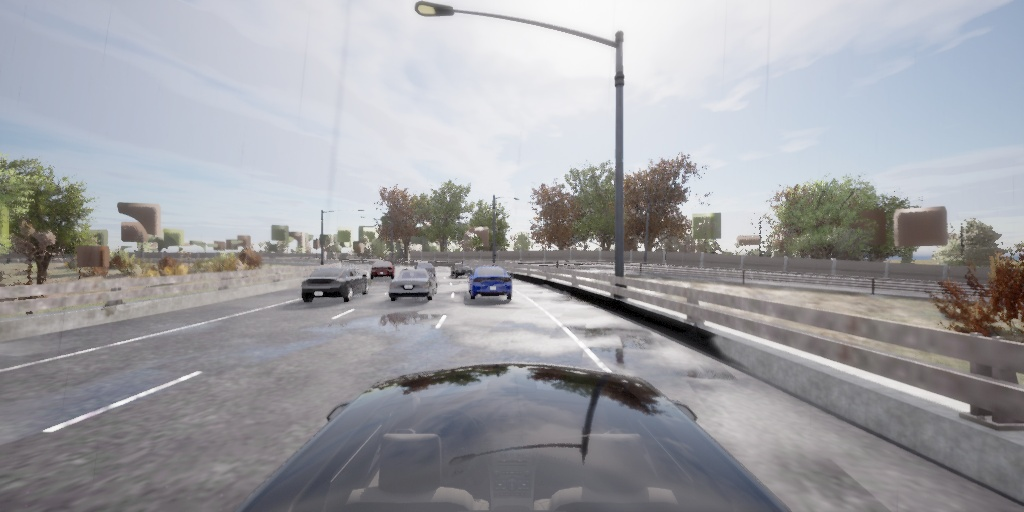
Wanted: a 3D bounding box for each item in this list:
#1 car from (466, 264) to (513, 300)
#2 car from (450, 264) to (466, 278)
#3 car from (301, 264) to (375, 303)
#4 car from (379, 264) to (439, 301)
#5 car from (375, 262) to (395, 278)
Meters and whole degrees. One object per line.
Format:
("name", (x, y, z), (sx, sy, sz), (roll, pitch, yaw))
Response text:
("car", (-1.167, 1.233, 17.780), (1.882, 1.535, 5.008), (0, 0, -8))
("car", (-4.627, 1.365, 33.669), (1.895, 1.301, 4.718), (0, 0, -16))
("car", (-8.095, 1.264, 16.781), (1.837, 1.490, 4.892), (0, 0, -8))
("car", (-4.631, 1.311, 17.280), (2.033, 1.411, 5.357), (0, 0, -8))
("car", (-11.335, 1.233, 31.669), (1.882, 1.535, 5.008), (0, 0, -16))
